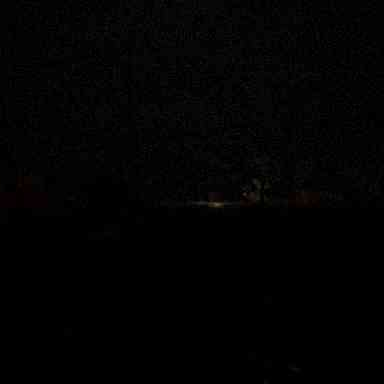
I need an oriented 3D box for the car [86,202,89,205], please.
[{"bbox_3d":[-19.569,2.283,69.012,1.837,1.490,4.892,-2,-2,36],"label":"car"}]
